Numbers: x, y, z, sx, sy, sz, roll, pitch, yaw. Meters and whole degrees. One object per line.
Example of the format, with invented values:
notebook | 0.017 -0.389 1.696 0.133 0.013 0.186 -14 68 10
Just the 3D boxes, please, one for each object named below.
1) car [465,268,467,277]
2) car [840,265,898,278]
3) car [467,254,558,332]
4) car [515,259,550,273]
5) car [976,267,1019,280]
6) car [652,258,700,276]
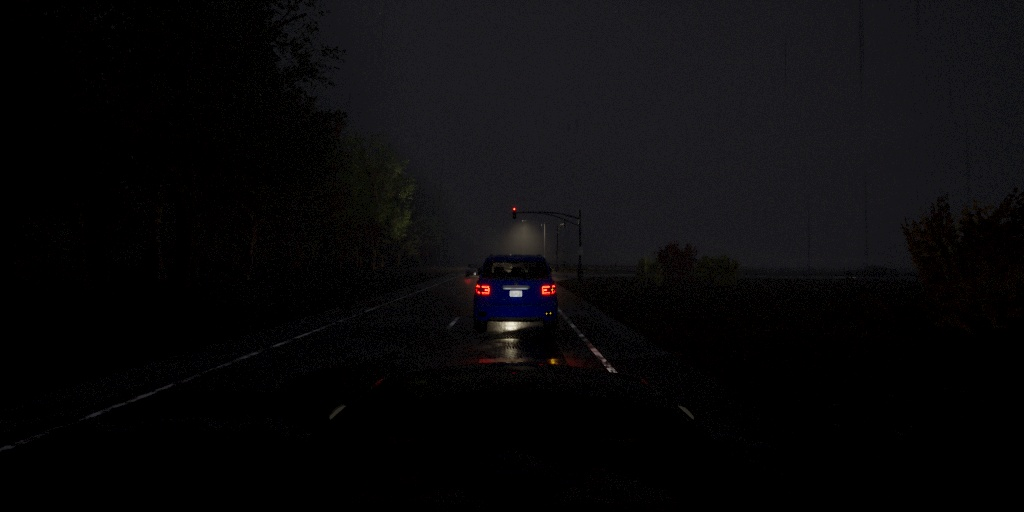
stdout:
car | -3.443 1.357 35.751 1.895 1.301 4.718 0 0 0
car | 42.125 1.816 42.300 5.357 1.411 2.033 1 -1 0
car | 0.090 0.974 11.059 2.150 2.045 5.566 0 0 0
car | 2.654 1.296 47.686 1.837 1.490 4.892 -2 3 -41
car | 52.069 1.880 38.649 4.181 1.385 1.994 1 -1 1
car | 19.566 1.242 42.404 5.566 2.045 2.150 0 -1 -1
